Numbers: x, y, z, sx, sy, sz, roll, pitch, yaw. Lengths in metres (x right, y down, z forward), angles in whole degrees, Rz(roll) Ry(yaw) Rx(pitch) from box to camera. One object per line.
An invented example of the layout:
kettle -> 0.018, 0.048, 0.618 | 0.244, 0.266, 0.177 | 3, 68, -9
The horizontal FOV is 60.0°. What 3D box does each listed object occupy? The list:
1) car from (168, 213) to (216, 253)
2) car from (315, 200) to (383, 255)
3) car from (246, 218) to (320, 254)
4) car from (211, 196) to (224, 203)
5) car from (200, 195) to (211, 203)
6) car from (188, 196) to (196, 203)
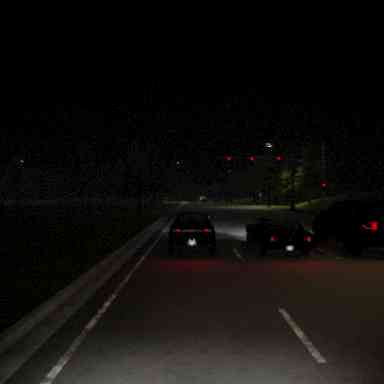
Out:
car -> 0.009, 1.628, 14.304 | 2.128, 1.511, 4.902 | 0, 0, 0
car -> 7.005, 1.350, 14.036 | 2.150, 2.045, 5.566 | 0, 0, 0
car -> 3.505, 1.734, 14.110 | 1.895, 1.301, 4.718 | 0, 0, 0
car -> 7.020, 2.404, 94.772 | 2.033, 1.411, 5.357 | 0, -1, 0
car -> 3.520, 2.417, 94.773 | 1.994, 1.385, 4.181 | 0, -1, 0
car -> 0.020, 2.089, 94.807 | 2.150, 2.045, 5.566 | 0, -1, 0
